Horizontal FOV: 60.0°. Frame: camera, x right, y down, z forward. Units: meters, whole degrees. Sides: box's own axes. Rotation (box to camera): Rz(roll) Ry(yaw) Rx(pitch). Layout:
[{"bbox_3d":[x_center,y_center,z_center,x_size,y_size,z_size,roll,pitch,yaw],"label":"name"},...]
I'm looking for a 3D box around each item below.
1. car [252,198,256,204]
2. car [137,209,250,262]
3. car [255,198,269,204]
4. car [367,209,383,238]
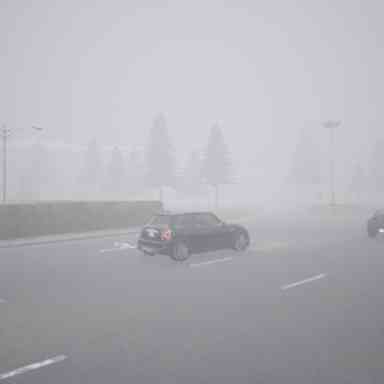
[{"bbox_3d":[17.901,2.409,92.662,1.882,1.535,5.008,-1,-1,1],"label":"car"},{"bbox_3d":[0.209,1.517,13.108,4.553,1.767,2.097,0,-1,-40],"label":"car"},{"bbox_3d":[17.799,2.405,82.680,1.895,1.301,4.718,-1,-1,1],"label":"car"},{"bbox_3d":[10.938,1.593,17.484,4.892,1.490,1.837,0,-1,-40],"label":"car"}]
